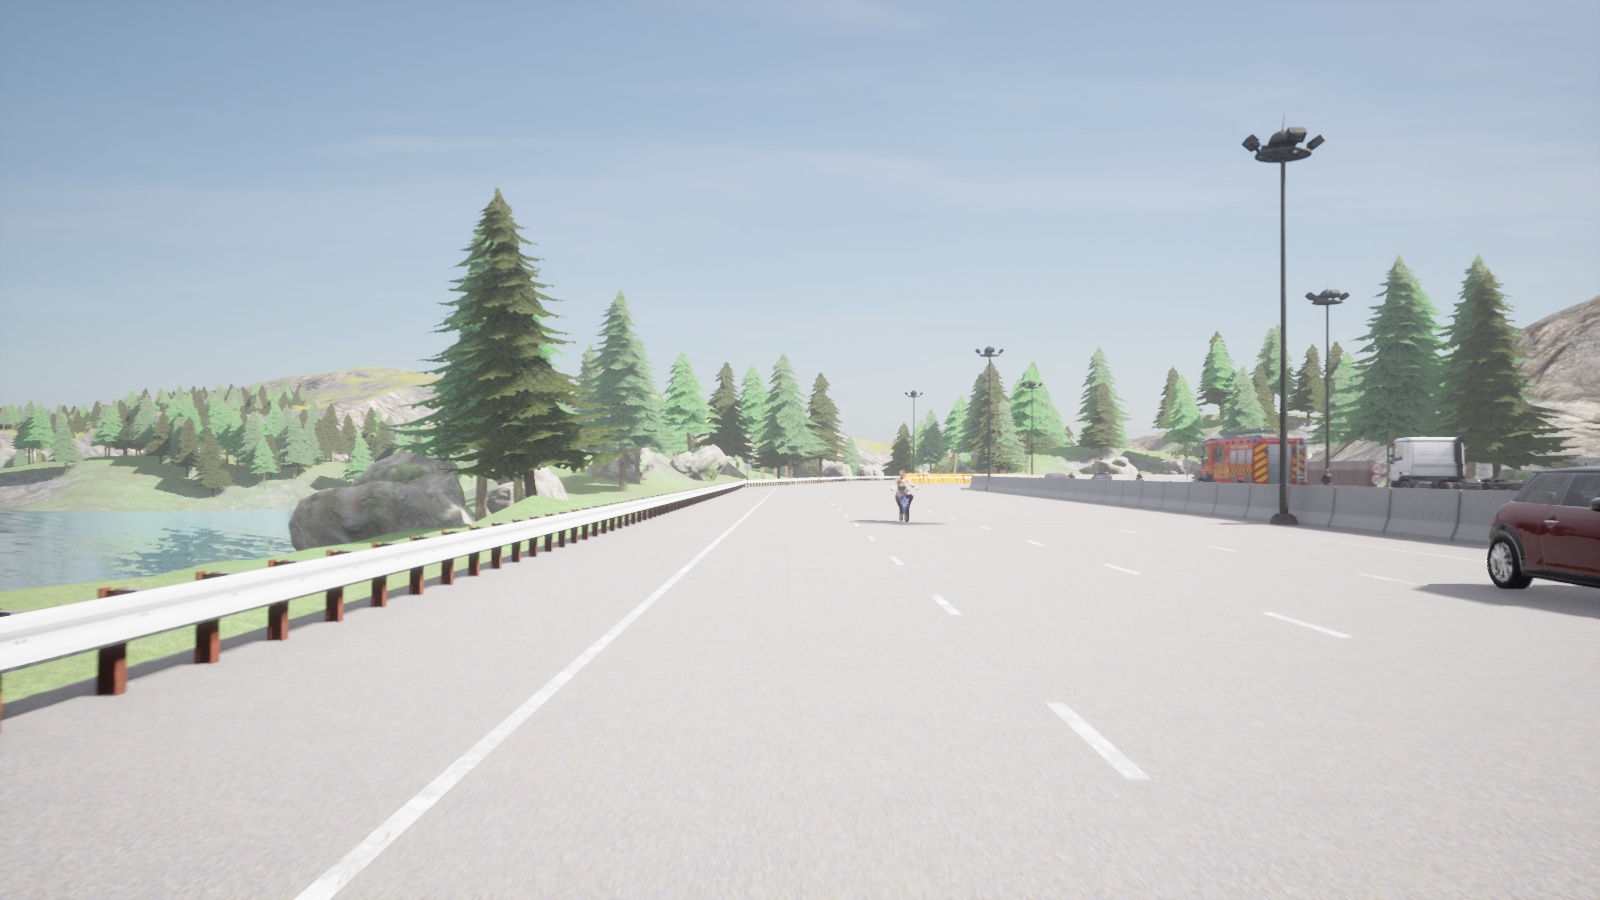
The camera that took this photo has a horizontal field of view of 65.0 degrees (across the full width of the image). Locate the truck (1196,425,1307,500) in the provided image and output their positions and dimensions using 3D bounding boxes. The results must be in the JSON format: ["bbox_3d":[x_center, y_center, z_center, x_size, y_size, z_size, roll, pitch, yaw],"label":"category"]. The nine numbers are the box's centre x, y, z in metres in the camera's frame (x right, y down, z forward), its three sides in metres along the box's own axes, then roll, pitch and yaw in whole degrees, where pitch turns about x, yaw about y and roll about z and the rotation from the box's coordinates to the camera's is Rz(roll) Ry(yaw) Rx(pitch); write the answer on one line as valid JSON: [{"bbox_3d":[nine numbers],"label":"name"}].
[{"bbox_3d":[24.302,0.693,68.121,2.891,3.827,8.468,0,-1,0],"label":"truck"}]

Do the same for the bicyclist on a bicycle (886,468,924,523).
[{"bbox_3d":[3.203,1.381,38.392,0.866,1.612,1.509,-1,-1,-5],"label":"bicyclist on a bicycle"}]

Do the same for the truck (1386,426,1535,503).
[{"bbox_3d":[31.345,0.713,60.084,2.891,3.462,7.936,0,-1,0],"label":"truck"}]

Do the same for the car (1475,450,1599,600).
[{"bbox_3d":[10.464,0.886,15.221,2.097,1.767,4.553,0,-1,0],"label":"car"}]
